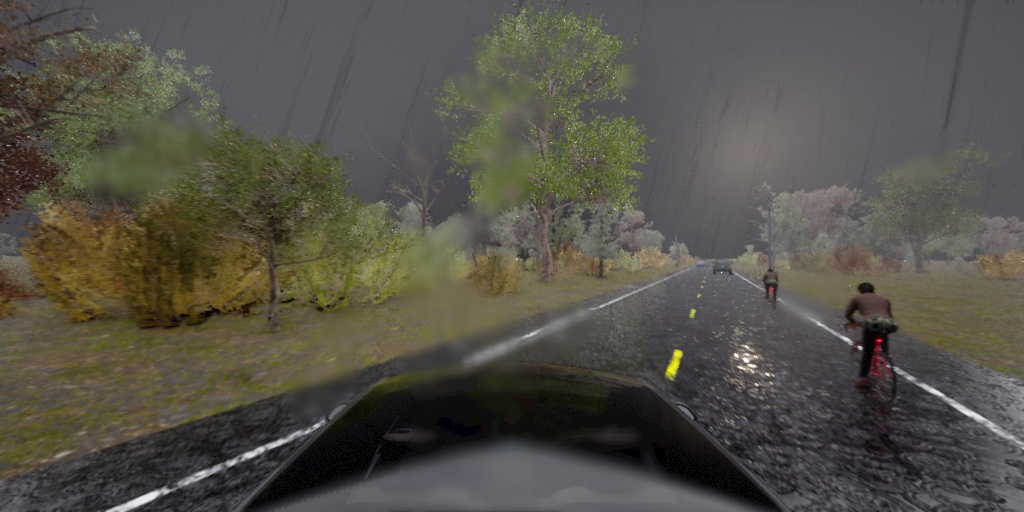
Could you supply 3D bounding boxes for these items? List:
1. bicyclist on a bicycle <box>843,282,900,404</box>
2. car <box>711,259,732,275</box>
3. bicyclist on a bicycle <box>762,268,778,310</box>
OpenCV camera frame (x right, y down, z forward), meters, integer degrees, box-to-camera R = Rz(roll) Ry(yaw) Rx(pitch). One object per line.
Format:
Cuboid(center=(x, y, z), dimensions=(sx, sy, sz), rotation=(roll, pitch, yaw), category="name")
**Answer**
Cuboid(center=(5.376, 1.227, 5.377), dimensions=(0.582, 1.620, 1.656), rotation=(-1, -1, 29), category="bicyclist on a bicycle")
Cuboid(center=(27.962, 1.402, 47.738), dimensions=(2.150, 2.045, 5.566), rotation=(-1, 0, 29), category="car")
Cuboid(center=(10.399, 1.315, 14.402), dimensions=(0.582, 1.620, 1.656), rotation=(-1, -1, 29), category="bicyclist on a bicycle")
